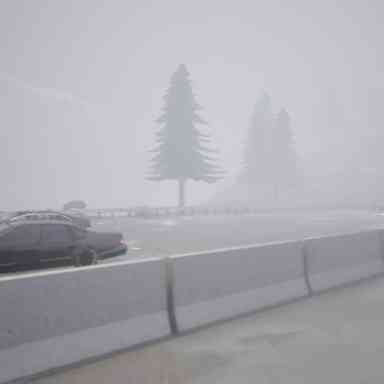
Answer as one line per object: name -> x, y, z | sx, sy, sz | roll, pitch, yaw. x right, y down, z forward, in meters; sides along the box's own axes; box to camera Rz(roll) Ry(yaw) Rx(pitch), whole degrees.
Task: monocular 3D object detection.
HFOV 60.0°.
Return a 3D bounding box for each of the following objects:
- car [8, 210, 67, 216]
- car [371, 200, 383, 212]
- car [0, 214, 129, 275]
car -> -6.137, 1.445, 12.362 | 4.902, 1.511, 2.128 | 0, 0, -34
car -> 21.143, 1.423, 35.154 | 4.674, 1.442, 1.812 | 0, 0, -22
car -> -4.524, 1.512, 9.277 | 5.357, 1.411, 2.033 | 0, 0, -35
